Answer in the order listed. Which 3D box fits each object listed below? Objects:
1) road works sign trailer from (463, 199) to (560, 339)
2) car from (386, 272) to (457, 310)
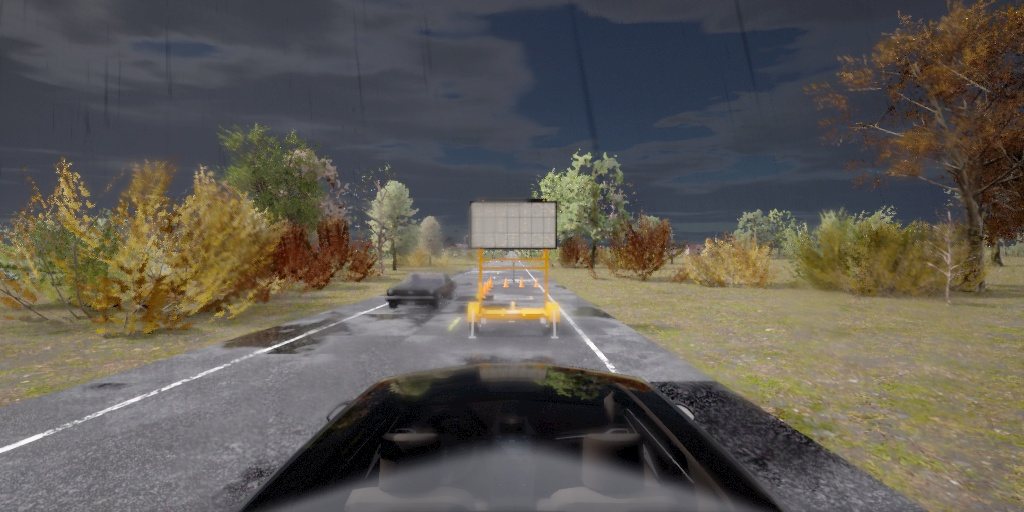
[{"bbox_3d":[0.045,0.212,10.072,2.380,3.560,2.880,0,0,0],"label":"road works sign trailer"},{"bbox_3d":[-3.530,1.345,14.724,1.895,1.301,4.718,0,0,0],"label":"car"}]
